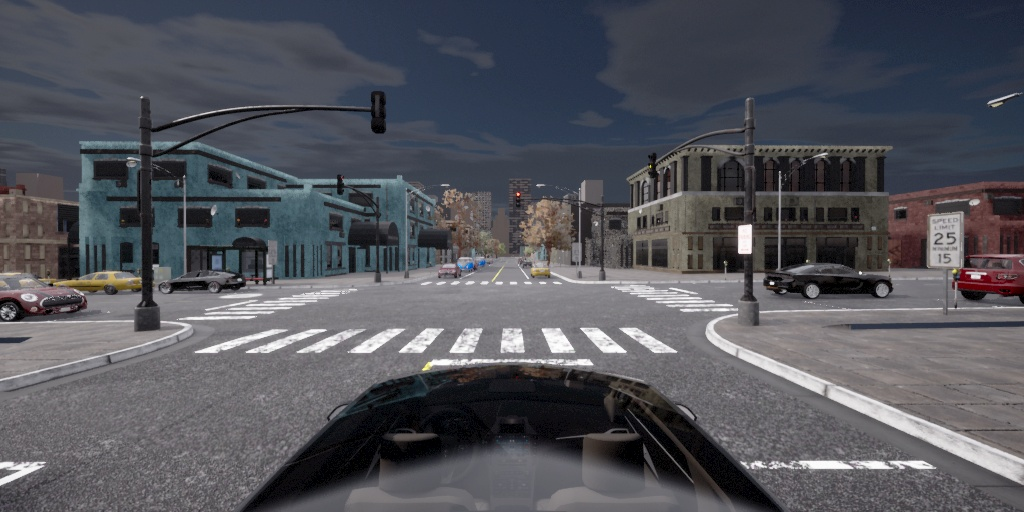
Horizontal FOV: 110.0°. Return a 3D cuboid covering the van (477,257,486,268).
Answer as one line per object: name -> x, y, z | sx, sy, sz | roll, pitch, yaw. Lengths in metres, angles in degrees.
van -> -5.799, 1.079, 61.185 | 1.690, 1.789, 3.998 | 0, 0, 0

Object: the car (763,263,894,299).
car -> 14.179, 1.050, 16.187 | 5.008, 1.535, 1.882 | -1, 1, -1

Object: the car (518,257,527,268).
car -> 2.582, 1.289, 61.201 | 2.007, 1.370, 4.403 | 0, 0, 0

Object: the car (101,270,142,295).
car -> -24.048, 1.501, 21.128 | 4.829, 1.417, 1.751 | 0, 0, -1

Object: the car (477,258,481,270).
car -> -5.778, 1.286, 50.093 | 1.888, 1.381, 4.507 | 0, 0, 0

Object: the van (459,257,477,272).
van -> -5.767, 1.083, 44.546 | 1.690, 1.789, 3.998 | 0, 0, 0

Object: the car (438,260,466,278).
car -> -5.746, 1.326, 33.454 | 1.802, 1.307, 4.207 | 0, 0, 0

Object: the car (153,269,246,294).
car -> -18.225, 1.474, 21.244 | 4.313, 1.339, 1.948 | 0, 0, -1

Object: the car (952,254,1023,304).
car -> 19.926, 0.842, 13.617 | 5.009, 1.841, 2.192 | 0, 0, -1

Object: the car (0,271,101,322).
car -> -18.090, 1.423, 12.897 | 4.097, 1.591, 1.967 | 0, 0, -1

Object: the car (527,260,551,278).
car -> 2.634, 1.270, 33.639 | 1.751, 1.417, 4.829 | 0, 0, 0
